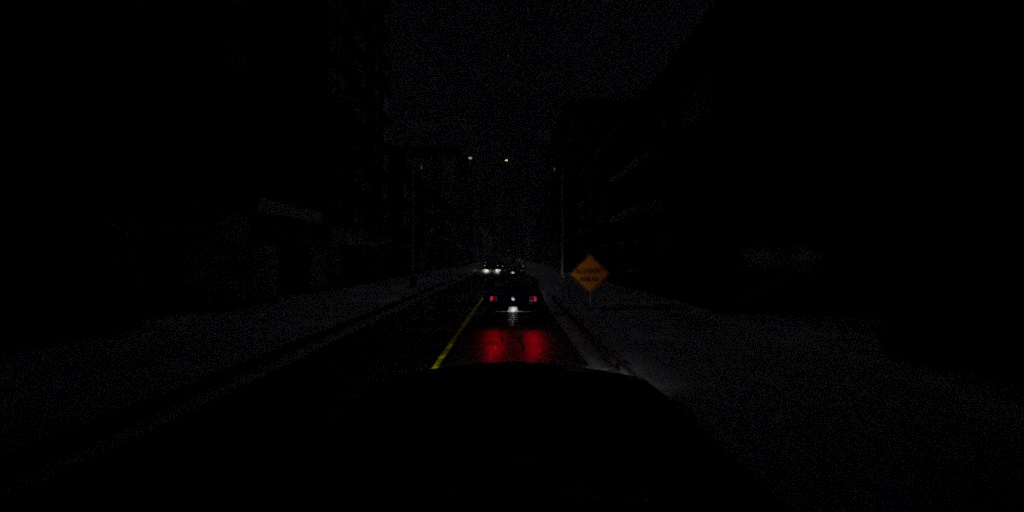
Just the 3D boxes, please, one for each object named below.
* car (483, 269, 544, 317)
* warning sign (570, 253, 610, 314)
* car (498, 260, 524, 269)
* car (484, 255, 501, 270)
[{"bbox_3d":[0.062,1.327,13.124,1.895,1.301,4.718,0,0,0],"label":"car"},{"bbox_3d":[2.517,0.845,11.569,1.300,1.860,1.060,0,0,0],"label":"warning sign"},{"bbox_3d":[0.072,1.256,30.096,1.994,1.385,4.181,0,0,0],"label":"car"},{"bbox_3d":[-2.833,0.883,51.901,2.150,2.045,5.566,0,0,0],"label":"car"}]
